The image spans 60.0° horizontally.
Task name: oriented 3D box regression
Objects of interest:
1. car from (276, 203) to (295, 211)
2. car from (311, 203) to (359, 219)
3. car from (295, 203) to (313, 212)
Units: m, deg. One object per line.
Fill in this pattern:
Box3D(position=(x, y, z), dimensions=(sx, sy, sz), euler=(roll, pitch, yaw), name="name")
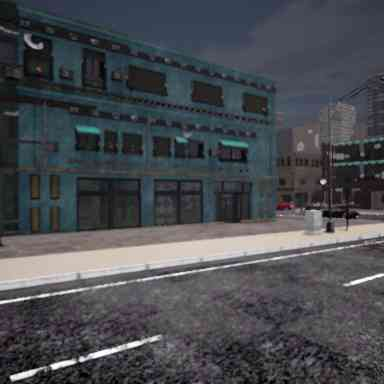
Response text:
Box3D(position=(14.086, 2.265, 51.086), dimensions=(1.802, 1.307, 4.206), euler=(-1, 0, -35), name="car")
Box3D(position=(15.178, 2.100, 34.848), dimensions=(1.947, 1.339, 4.313), euler=(-1, 0, -35), name="car")
Box3D(position=(17.287, 2.171, 46.571), dimensions=(2.008, 1.369, 4.403), euler=(-1, 0, -35), name="car")
